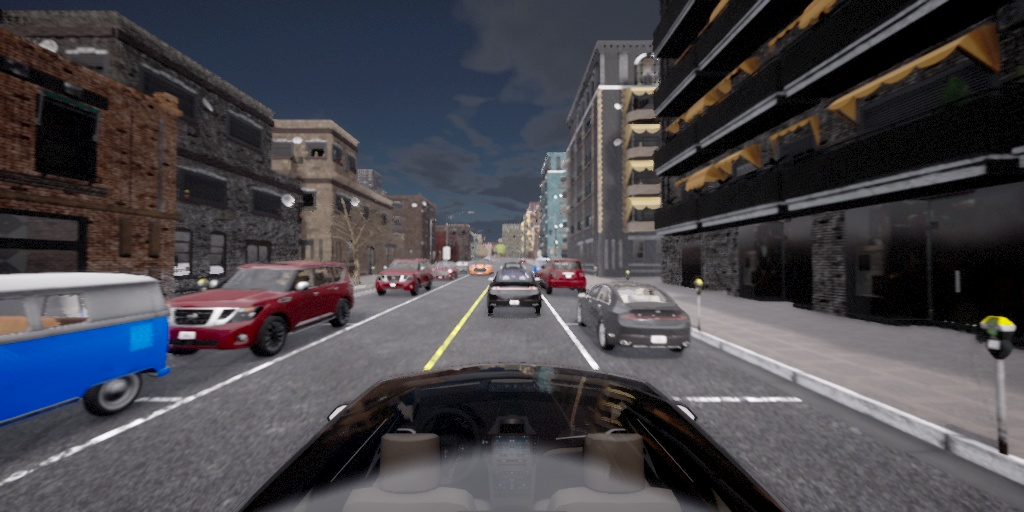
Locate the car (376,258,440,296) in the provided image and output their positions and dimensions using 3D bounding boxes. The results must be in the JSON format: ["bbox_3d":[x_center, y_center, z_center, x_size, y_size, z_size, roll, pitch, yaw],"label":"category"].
[{"bbox_3d":[-5.691,1.054,19.596,2.192,1.841,5.009,0,0,0],"label":"car"}]

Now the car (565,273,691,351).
[{"bbox_3d":[2.691,1.297,8.775,2.007,1.370,4.403,0,0,0],"label":"car"}]

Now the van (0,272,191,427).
[{"bbox_3d":[-5.690,1.090,3.374,1.690,1.789,3.998,0,0,0],"label":"van"}]

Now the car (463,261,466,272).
[{"bbox_3d":[-5.693,1.276,41.225,2.007,1.370,4.403,0,0,0],"label":"car"}]

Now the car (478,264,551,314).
[{"bbox_3d":[0.083,1.234,13.576,2.128,1.511,4.902,0,0,0],"label":"car"}]

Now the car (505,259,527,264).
[{"bbox_3d":[0.083,1.238,28.744,1.837,1.490,4.892,0,0,0],"label":"car"}]

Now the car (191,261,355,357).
[{"bbox_3d":[-5.690,1.061,8.781,2.192,1.841,5.009,0,0,0],"label":"car"}]

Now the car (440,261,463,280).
[{"bbox_3d":[-5.691,1.172,30.411,1.967,1.591,4.097,0,0,0],"label":"car"}]

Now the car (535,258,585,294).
[{"bbox_3d":[2.690,1.054,19.589,2.192,1.841,5.009,0,0,0],"label":"car"}]

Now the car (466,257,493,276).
[{"bbox_3d":[-3.086,1.080,36.698,2.097,1.767,4.553,0,0,0],"label":"car"}]
